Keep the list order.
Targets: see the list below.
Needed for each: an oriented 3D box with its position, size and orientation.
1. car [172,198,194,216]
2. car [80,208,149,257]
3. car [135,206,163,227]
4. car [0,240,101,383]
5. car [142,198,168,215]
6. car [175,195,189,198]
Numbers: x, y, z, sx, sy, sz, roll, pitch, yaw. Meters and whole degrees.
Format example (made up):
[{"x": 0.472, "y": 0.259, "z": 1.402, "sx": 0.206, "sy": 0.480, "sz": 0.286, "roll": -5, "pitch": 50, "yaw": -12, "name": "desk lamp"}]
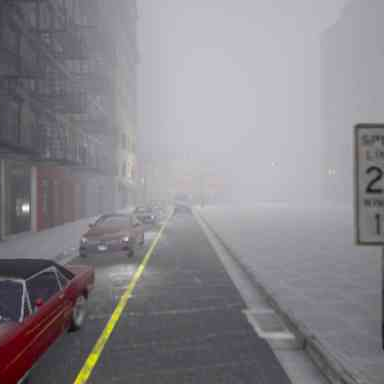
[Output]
[{"x": -0.966, "y": 1.614, "z": 34.102, "sx": 1.812, "sy": 1.442, "sz": 4.674, "roll": 0, "pitch": 0, "yaw": -2, "name": "car"}, {"x": -2.974, "y": 1.572, "z": 13.192, "sx": 1.812, "sy": 1.442, "sz": 4.674, "roll": 0, "pitch": 0, "yaw": -1, "name": "car"}, {"x": -3.271, "y": 1.674, "z": 23.125, "sx": 1.895, "sy": 1.301, "sz": 4.718, "roll": 0, "pitch": 0, "yaw": -2, "name": "car"}, {"x": -2.691, "y": 1.627, "z": 4.083, "sx": 1.895, "sy": 1.301, "sz": 4.718, "roll": 0, "pitch": 0, "yaw": -2, "name": "car"}, {"x": -3.459, "y": 1.342, "z": 32.174, "sx": 2.128, "sy": 1.511, "sz": 4.902, "roll": 0, "pitch": 0, "yaw": -2, "name": "car"}, {"x": -1.350, "y": 1.352, "z": 45.259, "sx": 2.150, "sy": 2.045, "sz": 5.566, "roll": 0, "pitch": 0, "yaw": -1, "name": "car"}]
